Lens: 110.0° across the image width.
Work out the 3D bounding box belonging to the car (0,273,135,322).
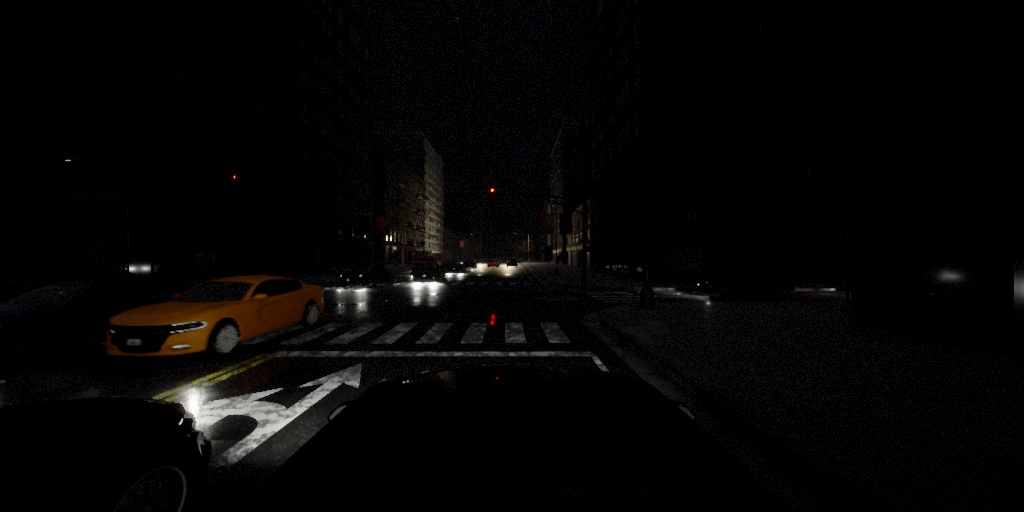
[{"bbox_3d":[-9.851,1.276,8.226,1.812,1.442,4.674,0,0,0],"label":"car"}]

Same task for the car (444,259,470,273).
[{"bbox_3d":[-6.611,1.311,42.754,1.994,1.385,4.181,0,0,0],"label":"car"}]

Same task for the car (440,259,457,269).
[{"bbox_3d":[-9.851,1.220,56.025,1.882,1.535,5.008,0,0,0],"label":"car"}]

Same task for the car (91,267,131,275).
[{"bbox_3d":[-25.380,1.330,21.622,4.313,1.339,1.948,0,0,0],"label":"car"}]

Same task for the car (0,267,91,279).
[{"bbox_3d":[-22.901,1.291,16.125,5.357,1.411,2.033,0,0,0],"label":"car"}]

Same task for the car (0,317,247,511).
[{"bbox_3d":[-3.244,1.276,0.782,1.812,1.442,4.674,0,0,0],"label":"car"}]

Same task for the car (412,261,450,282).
[{"bbox_3d":[-6.608,1.314,28.984,1.994,1.385,4.181,0,0,0],"label":"car"}]

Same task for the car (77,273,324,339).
[{"bbox_3d":[-6.598,1.226,8.753,1.882,1.535,5.008,0,0,0],"label":"car"}]

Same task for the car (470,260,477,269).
[{"bbox_3d":[-6.589,1.289,56.519,2.033,1.411,5.357,0,0,1],"label":"car"}]

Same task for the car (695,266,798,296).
[{"bbox_3d":[12.452,1.294,19.242,4.892,1.490,1.837,0,0,2],"label":"car"}]

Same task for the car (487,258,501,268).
[{"bbox_3d":[-3.268,1.341,62.641,1.895,1.301,4.718,0,0,0],"label":"car"}]

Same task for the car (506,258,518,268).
[{"bbox_3d":[-0.018,1.245,62.195,1.837,1.490,4.892,0,0,0],"label":"car"}]

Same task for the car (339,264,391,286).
[{"bbox_3d":[-10.339,1.280,25.653,1.812,1.442,4.674,0,0,8],"label":"car"}]

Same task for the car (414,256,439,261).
[{"bbox_3d":[-9.855,0.969,41.484,2.150,2.045,5.566,0,0,1],"label":"car"}]
